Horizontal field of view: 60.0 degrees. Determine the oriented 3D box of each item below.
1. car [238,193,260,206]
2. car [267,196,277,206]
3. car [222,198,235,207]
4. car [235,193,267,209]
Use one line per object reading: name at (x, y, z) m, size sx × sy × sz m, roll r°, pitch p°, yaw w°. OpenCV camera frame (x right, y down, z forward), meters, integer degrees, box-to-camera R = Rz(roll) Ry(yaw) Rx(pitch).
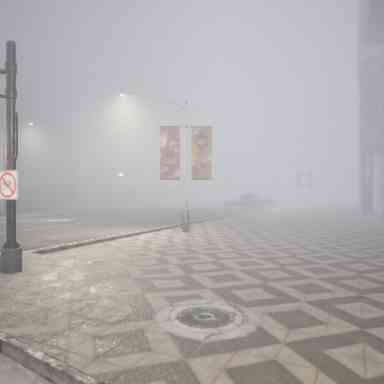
car at (9.811, 1.183, 56.612) m, size 2.150 × 2.045 × 5.566 m, roll 0°, pitch 0°, yaw 26°
car at (12.719, 1.449, 55.159) m, size 2.128 × 1.511 × 4.902 m, roll 0°, pitch 0°, yaw 26°
car at (6.150, 1.571, 49.048) m, size 1.895 × 1.301 × 4.718 m, roll 0°, pitch 0°, yaw 27°
car at (8.202, 1.189, 45.830) m, size 2.150 × 2.045 × 5.566 m, roll 0°, pitch 0°, yaw 26°
